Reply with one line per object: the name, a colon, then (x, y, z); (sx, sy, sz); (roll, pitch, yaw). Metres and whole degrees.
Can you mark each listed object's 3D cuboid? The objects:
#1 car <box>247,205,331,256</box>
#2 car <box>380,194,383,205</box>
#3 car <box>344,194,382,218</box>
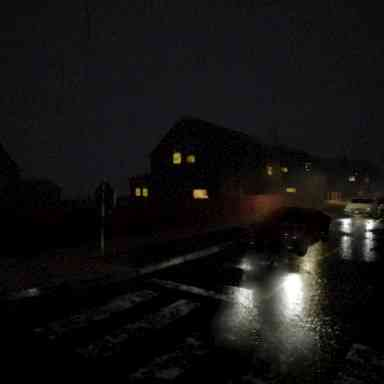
car: (3.835, 1.286, 12.618); (1.882, 1.535, 5.008); (1, 2, 35)
car: (22.224, 0.953, 38.266); (2.033, 1.411, 5.357); (1, 1, 36)
car: (13.023, 1.130, 25.494); (1.812, 1.442, 4.674); (1, 1, 36)
